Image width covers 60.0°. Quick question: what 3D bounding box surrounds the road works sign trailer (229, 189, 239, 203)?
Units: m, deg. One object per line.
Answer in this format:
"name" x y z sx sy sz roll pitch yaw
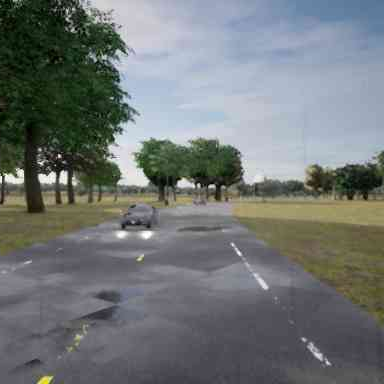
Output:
"road works sign trailer" 11.230 1.095 88.340 2.380 3.560 2.880 -1 -2 17

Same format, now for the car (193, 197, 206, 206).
"car" 1.381 1.780 62.784 2.128 1.511 4.902 0 -1 11

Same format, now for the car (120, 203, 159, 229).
"car" -3.345 1.529 21.880 1.837 1.490 4.892 0 0 2
